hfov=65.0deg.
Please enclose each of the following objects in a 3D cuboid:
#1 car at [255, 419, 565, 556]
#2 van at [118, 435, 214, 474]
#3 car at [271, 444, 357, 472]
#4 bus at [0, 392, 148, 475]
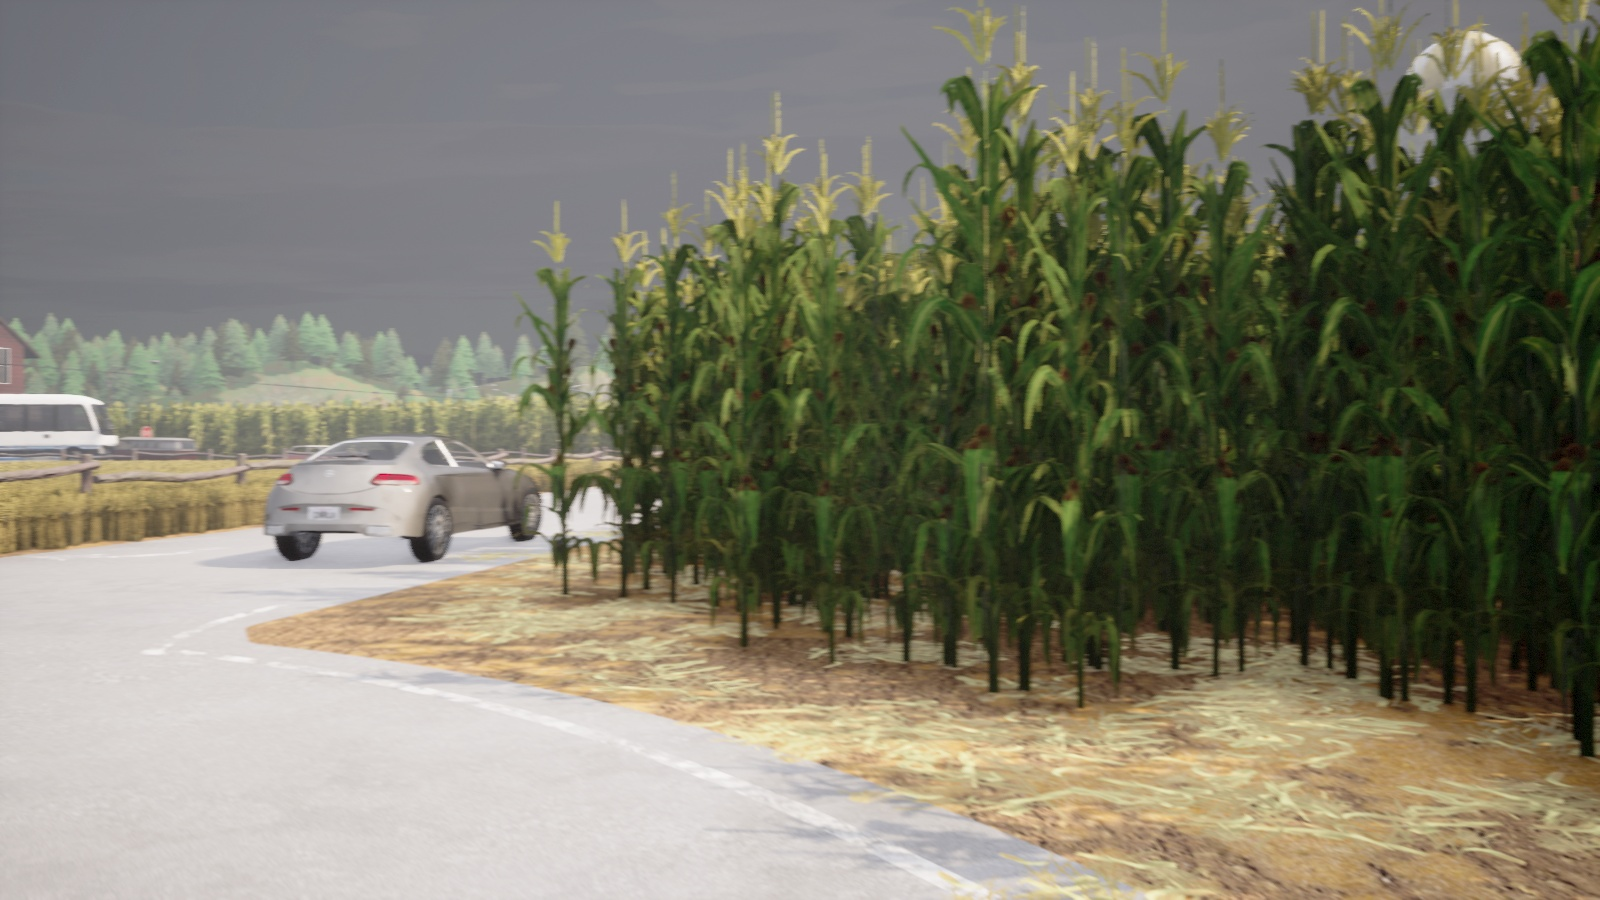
[{"bbox_3d":[-5.228,0.433,17.734,2.152,1.651,5.027,0,0,9],"label":"car"},{"bbox_3d":[-34.414,0.237,68.186,4.442,1.987,1.775,1,0,11],"label":"van"},{"bbox_3d":[-25.753,0.405,66.609,3.806,1.475,1.970,0,0,10],"label":"car"},{"bbox_3d":[-40.794,-0.889,66.706,10.273,4.253,3.944,-1,1,-15],"label":"bus"}]
